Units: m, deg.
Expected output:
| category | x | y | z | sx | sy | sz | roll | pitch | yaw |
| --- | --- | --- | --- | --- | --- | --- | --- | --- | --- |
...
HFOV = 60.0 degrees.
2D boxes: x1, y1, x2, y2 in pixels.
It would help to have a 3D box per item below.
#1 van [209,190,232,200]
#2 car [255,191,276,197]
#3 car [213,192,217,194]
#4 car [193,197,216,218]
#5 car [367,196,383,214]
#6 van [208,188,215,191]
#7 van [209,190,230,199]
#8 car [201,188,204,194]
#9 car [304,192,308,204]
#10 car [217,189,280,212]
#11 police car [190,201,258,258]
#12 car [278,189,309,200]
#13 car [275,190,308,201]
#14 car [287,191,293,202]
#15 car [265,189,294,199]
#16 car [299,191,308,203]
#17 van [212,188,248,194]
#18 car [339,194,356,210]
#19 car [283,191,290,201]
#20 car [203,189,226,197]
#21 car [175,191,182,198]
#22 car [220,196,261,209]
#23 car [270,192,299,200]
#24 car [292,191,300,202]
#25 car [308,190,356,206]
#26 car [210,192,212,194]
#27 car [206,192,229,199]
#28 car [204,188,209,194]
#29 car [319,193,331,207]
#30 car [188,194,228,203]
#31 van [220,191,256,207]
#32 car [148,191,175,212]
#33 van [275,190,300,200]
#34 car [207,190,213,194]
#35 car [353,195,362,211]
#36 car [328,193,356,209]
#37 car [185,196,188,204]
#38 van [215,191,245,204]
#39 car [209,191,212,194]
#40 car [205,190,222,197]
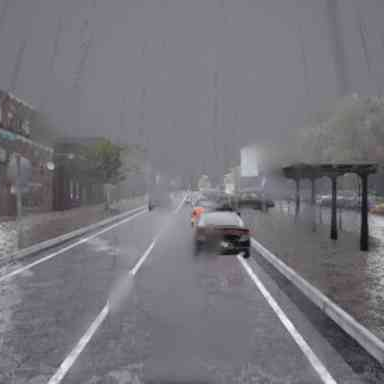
| category | x | y | z | sx | sy | sz | roll | pitch | yaw |
| --- | --- | --- | --- | --- | --- | --- | --- | --- | --- |
| van | 5.807 | 0.550 | 67.960 | 4.442 | 1.987 | 1.878 | 0 | 1 | 0 |
| car | 18.752 | 0.461 | 85.170 | 4.892 | 1.521 | 2.231 | 0 | 1 | 0 |
| car | 5.715 | 1.110 | 45.531 | 5.008 | 1.535 | 2.097 | 0 | 1 | 0 |
| car | 0.975 | 1.257 | 28.803 | 1.801 | 1.575 | 5.366 | 0 | 1 | 0 |
| car | 18.636 | 1.276 | 29.655 | 5.366 | 1.575 | 1.946 | 0 | 1 | 0 |
| van | 5.814 | 0.653 | 62.356 | 4.442 | 1.987 | 1.878 | 0 | 1 | 0 |
| van | 5.803 | 0.498 | 70.763 | 4.442 | 1.987 | 1.878 | 0 | 1 | 0 |
| car | 5.642 | 0.266 | 81.974 | 5.566 | 2.045 | 2.435 | 0 | 1 | 0 |
| car | 18.793 | 1.104 | 46.307 | 4.892 | 1.521 | 2.231 | 0 | 1 | 0 |
| car | 5.707 | 0.977 | 34.315 | 5.566 | 2.045 | 2.435 | 0 | 1 | 0 |
| police car | 0.975 | 1.381 | 12.705 | 1.930 | 1.638 | 5.238 | 0 | 0 | 0 |
| car | 18.752 | 0.663 | 60.186 | 5.566 | 2.045 | 2.435 | 0 | 1 | 0 |
| car | 18.805 | 0.617 | 62.963 | 5.566 | 2.045 | 2.435 | 0 | 1 | 0 |
| car | 18.758 | 1.032 | 54.634 | 4.792 | 1.488 | 2.163 | 0 | 1 | 0 |
| car | 18.794 | 0.464 | 71.288 | 5.566 | 2.045 | 2.435 | 0 | 1 | 0 |
| car | 18.790 | 1.071 | 49.085 | 5.008 | 1.535 | 2.097 | 0 | 1 | 0 |
| van | 5.600 | 0.853 | 48.335 | 4.442 | 1.987 | 1.878 | 0 | 1 | 0 |
| car | 18.820 | 1.221 | 35.206 | 4.892 | 1.521 | 2.231 | 0 | 1 | 0 |
| car | 18.813 | 0.989 | 57.417 | 4.792 | 1.488 | 2.163 | 0 | 1 | 0 |
| car | 5.639 | 0.215 | 84.776 | 5.566 | 2.045 | 2.435 | 0 | 1 | 0 |
| car | -3.250 | 0.556 | 76.152 | 2.033 | 1.411 | 5.357 | 0 | 1 | 0 |
| car | 5.731 | 1.209 | 39.925 | 4.674 | 1.452 | 2.002 | 0 | 1 | 0 |
| car | 18.955 | 0.764 | 68.517 | 5.366 | 1.575 | 1.946 | 0 | 1 | 0 |
| car | 18.976 | 1.034 | 51.862 | 5.366 | 1.575 | 1.946 | 0 | 1 | 0 |
| car | 18.774 | 0.881 | 43.530 | 5.566 | 2.045 | 2.435 | 0 | 1 | 0 |
| car | 5.738 | 1.039 | 53.943 | 4.792 | 1.488 | 2.163 | 0 | 1 | 0 |
| car | 5.676 | 0.674 | 73.570 | 4.892 | 1.521 | 2.231 | 0 | 1 | 0 |
| car | 5.666 | 0.576 | 65.156 | 5.566 | 2.045 | 2.435 | 0 | 1 | 0 |
| car | 18.812 | 1.161 | 40.757 | 5.008 | 1.535 | 2.097 | 0 | 1 | 0 |
| car | 0.974 | 1.219 | 22.574 | 2.097 | 1.767 | 4.553 | 0 | 1 | 0 |
| van | 5.841 | 0.914 | 42.725 | 4.442 | 1.987 | 1.878 | 0 | 1 | 0 |
| car | -3.346 | 0.948 | 35.646 | 2.150 | 2.045 | 5.566 | 0 | 1 | 0 |
| van | 18.889 | 0.592 | 65.739 | 4.442 | 1.987 | 1.878 | 0 | 1 | 0 |
| car | 5.708 | 0.925 | 59.553 | 4.892 | 1.521 | 2.231 | 0 | 1 | 0 |
| car | 18.847 | 1.279 | 32.431 | 4.792 | 1.488 | 2.163 | 0 | 1 | 0 |
| car | 18.816 | 1.190 | 37.981 | 5.008 | 1.535 | 2.097 | 0 | 1 | 0 |
| car | 0.016 | 1.157 | 49.342 | 1.895 | 1.301 | 4.718 | 0 | 1 | 0 |
| van | 5.829 | 0.819 | 51.137 | 4.442 | 1.987 | 1.878 | 0 | 1 | 0 |
| car | 5.702 | 1.009 | 56.750 | 4.674 | 1.452 | 2.002 | 0 | 1 | 0 |
| car | 5.632 | 0.289 | 87.581 | 4.553 | 1.767 | 2.185 | 0 | 1 | 0 |
